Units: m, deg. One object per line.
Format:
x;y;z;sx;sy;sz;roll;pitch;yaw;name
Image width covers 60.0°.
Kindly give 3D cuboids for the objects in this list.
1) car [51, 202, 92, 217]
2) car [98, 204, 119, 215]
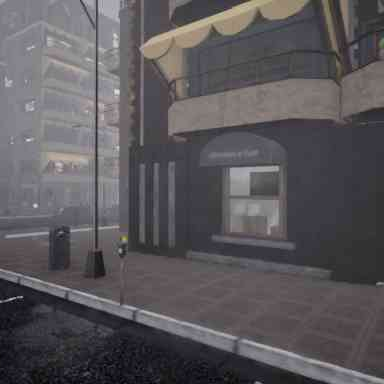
-12.738;1.821;35.264;1.967;1.590;4.097;-1;-1;35;car
-9.457;2.063;39.890;1.802;1.307;4.206;-1;-1;35;car
